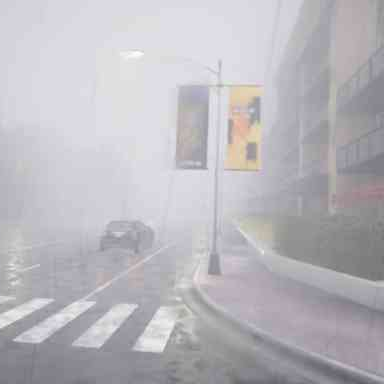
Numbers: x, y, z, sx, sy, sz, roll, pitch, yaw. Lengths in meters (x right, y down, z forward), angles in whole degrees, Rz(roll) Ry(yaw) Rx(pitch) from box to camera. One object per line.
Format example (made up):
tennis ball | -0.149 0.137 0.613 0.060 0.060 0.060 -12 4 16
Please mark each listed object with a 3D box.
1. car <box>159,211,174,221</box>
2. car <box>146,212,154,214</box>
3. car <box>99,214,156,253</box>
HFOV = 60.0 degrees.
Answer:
car | -5.853 5.398 72.333 1.837 1.490 4.892 2 -3 5
car | -9.330 5.150 72.680 2.097 1.767 4.553 2 -3 5
car | -3.493 2.306 18.706 2.097 1.767 4.553 2 -3 5
